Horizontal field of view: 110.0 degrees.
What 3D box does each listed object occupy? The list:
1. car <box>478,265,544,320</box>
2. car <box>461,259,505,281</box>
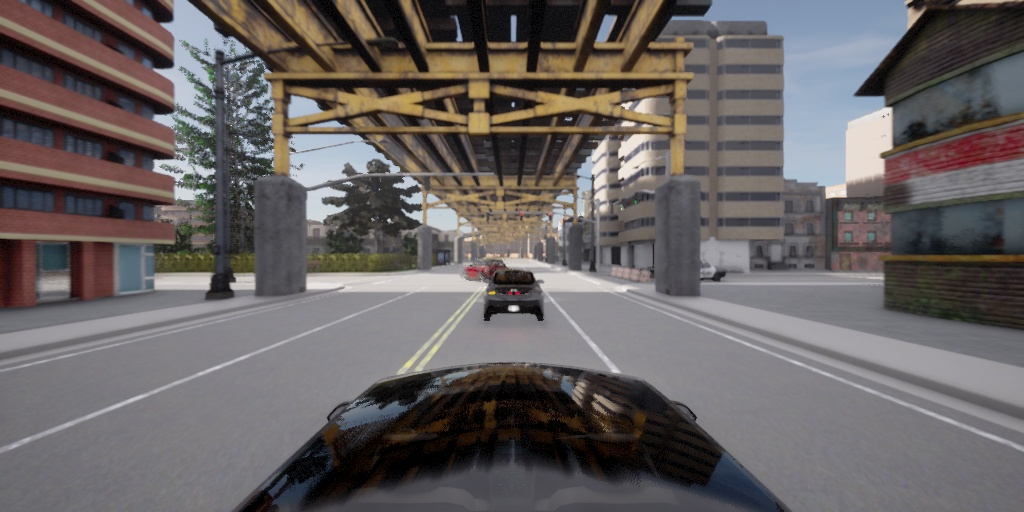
[{"bbox_3d":[0.060,1.214,12.406,1.837,1.490,4.892,0,0,0],"label":"car"},{"bbox_3d":[-2.062,1.005,26.757,2.097,1.767,4.553,-1,0,-30],"label":"car"}]
